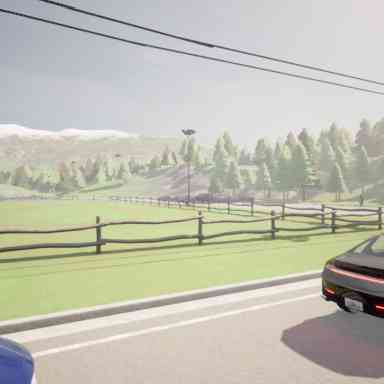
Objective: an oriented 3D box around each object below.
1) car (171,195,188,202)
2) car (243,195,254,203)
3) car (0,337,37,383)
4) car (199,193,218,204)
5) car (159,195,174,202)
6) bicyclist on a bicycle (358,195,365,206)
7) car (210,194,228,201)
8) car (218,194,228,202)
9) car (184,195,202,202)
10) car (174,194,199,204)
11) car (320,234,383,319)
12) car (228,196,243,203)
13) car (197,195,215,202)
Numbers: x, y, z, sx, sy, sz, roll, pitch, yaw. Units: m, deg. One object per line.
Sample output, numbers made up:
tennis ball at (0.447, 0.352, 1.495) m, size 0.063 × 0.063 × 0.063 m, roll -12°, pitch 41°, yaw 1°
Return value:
car at (-2.880, 1.472, 74.690) m, size 1.812 × 1.442 × 4.674 m, roll 0°, pitch 0°, yaw -28°
car at (11.239, 1.499, 70.639) m, size 1.837 × 1.490 × 4.892 m, roll 0°, pitch 0°, yaw -28°
car at (-3.405, 1.526, 1.800) m, size 4.674 × 1.442 × 1.812 m, roll 0°, pitch 0°, yaw -29°
car at (2.217, 1.221, 65.248) m, size 2.150 × 2.045 × 5.566 m, roll 0°, pitch 0°, yaw -28°
car at (-5.960, 1.448, 73.028) m, size 1.837 × 1.490 × 4.892 m, roll 0°, pitch 0°, yaw -28°
bicyclist on a bicycle at (26.199, 1.302, 51.486) m, size 1.656 × 1.620 × 0.582 m, roll 0°, pitch 0°, yaw -28°
car at (6.375, 1.298, 79.651) m, size 2.097 × 1.767 × 4.553 m, roll 0°, pitch 0°, yaw -28°
car at (4.872, 1.564, 67.699) m, size 1.994 × 1.385 × 4.181 m, roll 0°, pitch 0°, yaw -28°
car at (0.200, 1.423, 76.352) m, size 1.882 × 1.535 × 5.008 m, roll 0°, pitch 0°, yaw -28°
car at (-1.136, 1.352, 64.093) m, size 2.097 × 1.767 × 4.553 m, roll 0°, pitch 0°, yaw -28°
car at (4.586, 1.492, 6.204) m, size 4.902 × 1.511 × 2.128 m, roll 0°, pitch 0°, yaw -28°
car at (7.966, 1.552, 69.336) m, size 1.994 × 1.385 × 4.181 m, roll 0°, pitch 0°, yaw -28°
car at (3.280, 1.468, 78.015) m, size 2.128 × 1.511 × 4.902 m, roll 0°, pitch 0°, yaw -28°
